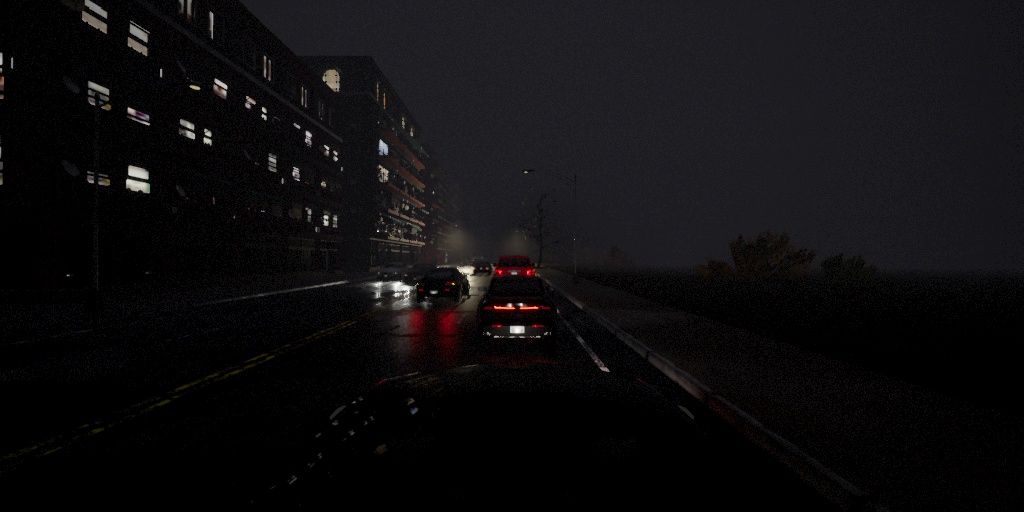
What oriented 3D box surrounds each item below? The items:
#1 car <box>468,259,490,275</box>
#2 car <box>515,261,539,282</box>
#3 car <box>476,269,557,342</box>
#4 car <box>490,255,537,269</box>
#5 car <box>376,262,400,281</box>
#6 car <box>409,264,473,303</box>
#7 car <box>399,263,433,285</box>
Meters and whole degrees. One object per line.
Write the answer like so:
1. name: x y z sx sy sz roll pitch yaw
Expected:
1. car: -3.113 1.301 38.724 2.033 1.411 5.357 0 0 0
2. car: 1.164 1.209 30.503 1.801 1.575 5.366 0 0 0
3. car: 0.109 1.256 9.748 1.837 1.490 4.892 0 0 0
4. car: 0.116 0.974 20.095 2.150 2.045 5.566 0 0 0
5. car: -9.826 1.279 30.258 1.812 1.442 4.674 0 0 0
6. car: -3.137 1.278 16.703 1.812 1.442 4.674 0 0 0
7. car: -6.578 1.279 26.632 1.812 1.442 4.674 0 0 0
